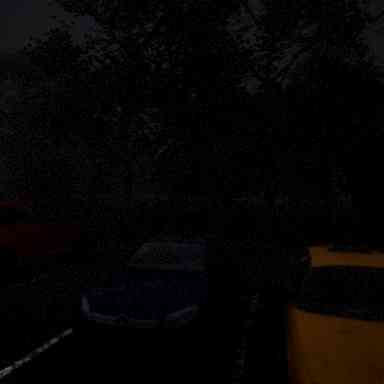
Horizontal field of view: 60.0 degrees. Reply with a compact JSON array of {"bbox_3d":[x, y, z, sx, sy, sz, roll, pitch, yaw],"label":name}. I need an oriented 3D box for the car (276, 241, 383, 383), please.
[{"bbox_3d":[2.118,1.482,4.373,1.946,1.575,5.366,0,-1,15],"label":"car"}]

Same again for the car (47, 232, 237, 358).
[{"bbox_3d":[-0.262,1.532,6.265,2.002,1.452,4.674,0,-1,15],"label":"car"}]

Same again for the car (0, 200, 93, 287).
[{"bbox_3d":[-5.134,1.253,9.691,2.435,2.045,5.566,0,-1,14],"label":"car"}]
